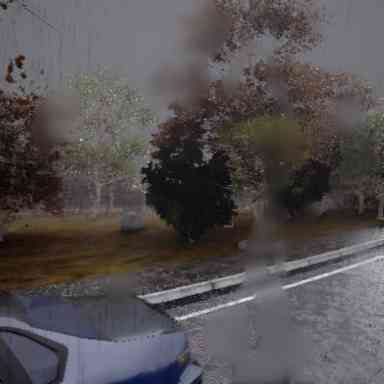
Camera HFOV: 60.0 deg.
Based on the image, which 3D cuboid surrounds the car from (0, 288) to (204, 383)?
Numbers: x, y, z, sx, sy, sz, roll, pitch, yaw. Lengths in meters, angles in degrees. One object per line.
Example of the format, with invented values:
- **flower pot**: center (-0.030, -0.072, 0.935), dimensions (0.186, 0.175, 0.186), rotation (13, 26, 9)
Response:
- **car**: center (-2.465, 1.562, 2.288), dimensions (5.357, 1.411, 2.033), rotation (0, 0, -35)
